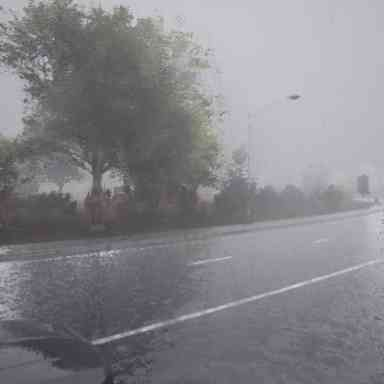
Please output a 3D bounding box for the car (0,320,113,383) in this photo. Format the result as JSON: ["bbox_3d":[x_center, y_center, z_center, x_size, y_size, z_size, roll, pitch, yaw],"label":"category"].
[{"bbox_3d":[-2.858,1.514,1.817,4.892,1.490,1.837,0,0,-35],"label":"car"}]
